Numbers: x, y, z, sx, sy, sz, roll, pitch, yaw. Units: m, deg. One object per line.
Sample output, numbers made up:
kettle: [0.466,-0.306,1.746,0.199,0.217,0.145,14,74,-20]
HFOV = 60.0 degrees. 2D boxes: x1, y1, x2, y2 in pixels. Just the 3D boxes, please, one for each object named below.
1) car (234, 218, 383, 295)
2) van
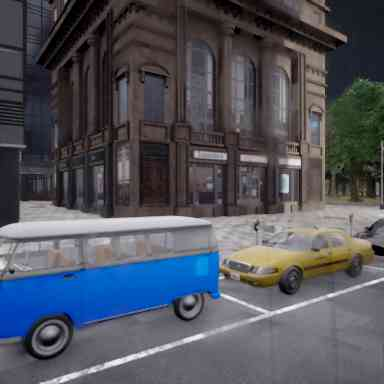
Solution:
car: [2.908,1.536,8.716,4.829,1.417,1.752,0,0,-35]
van: [-1.384,1.344,5.662,3.998,1.788,1.690,0,0,-35]
